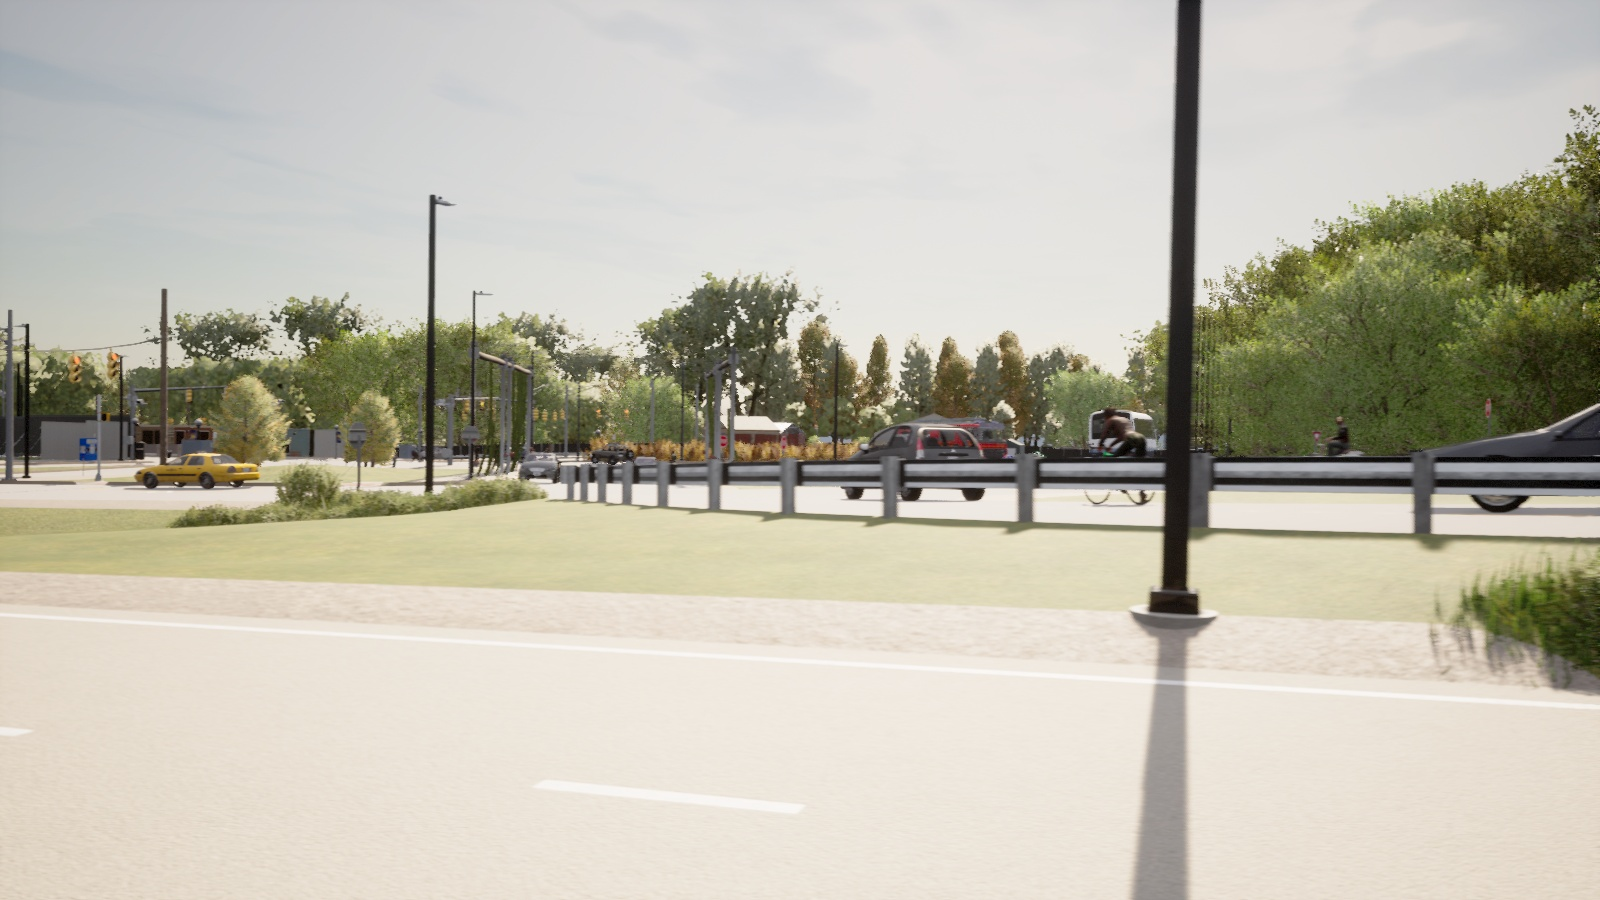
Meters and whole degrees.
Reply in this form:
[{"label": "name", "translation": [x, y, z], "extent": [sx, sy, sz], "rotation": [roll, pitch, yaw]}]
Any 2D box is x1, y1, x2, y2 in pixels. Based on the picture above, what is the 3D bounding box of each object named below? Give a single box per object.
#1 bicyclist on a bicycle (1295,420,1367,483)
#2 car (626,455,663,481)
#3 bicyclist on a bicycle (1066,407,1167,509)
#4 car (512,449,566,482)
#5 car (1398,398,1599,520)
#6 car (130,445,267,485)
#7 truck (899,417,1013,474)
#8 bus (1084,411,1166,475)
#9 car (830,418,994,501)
[{"label": "bicyclist on a bicycle", "translation": [15.510, 0.051, 36.740], "extent": [1.843, 1.776, 0.659], "rotation": [-2, 0, 19]}, {"label": "car", "translation": [-9.102, 1.033, 73.377], "extent": [1.994, 1.385, 4.181], "rotation": [1, 0, -9]}, {"label": "bicyclist on a bicycle", "translation": [5.187, 0.147, 20.681], "extent": [0.582, 1.620, 1.656], "rotation": [1, -2, -31]}, {"label": "car", "translation": [-12.853, 0.762, 62.102], "extent": [2.128, 1.511, 4.902], "rotation": [1, -1, -7]}, {"label": "car", "translation": [10.243, 0.096, 15.023], "extent": [5.357, 1.411, 2.033], "rotation": [-1, -1, 32]}, {"label": "car", "translation": [-24.932, 0.596, 52.063], "extent": [5.366, 1.575, 1.801], "rotation": [0, 1, 18]}, {"label": "truck", "translation": [10.993, -0.255, 89.473], "extent": [2.891, 3.827, 8.468], "rotation": [1, -1, -38]}, {"label": "bus", "translation": [23.818, -0.439, 91.551], "extent": [3.944, 4.253, 10.273], "rotation": [-2, -1, 24]}, {"label": "car", "translation": [2.290, 0.242, 26.802], "extent": [1.851, 1.617, 3.988], "rotation": [1, -2, -22]}]
